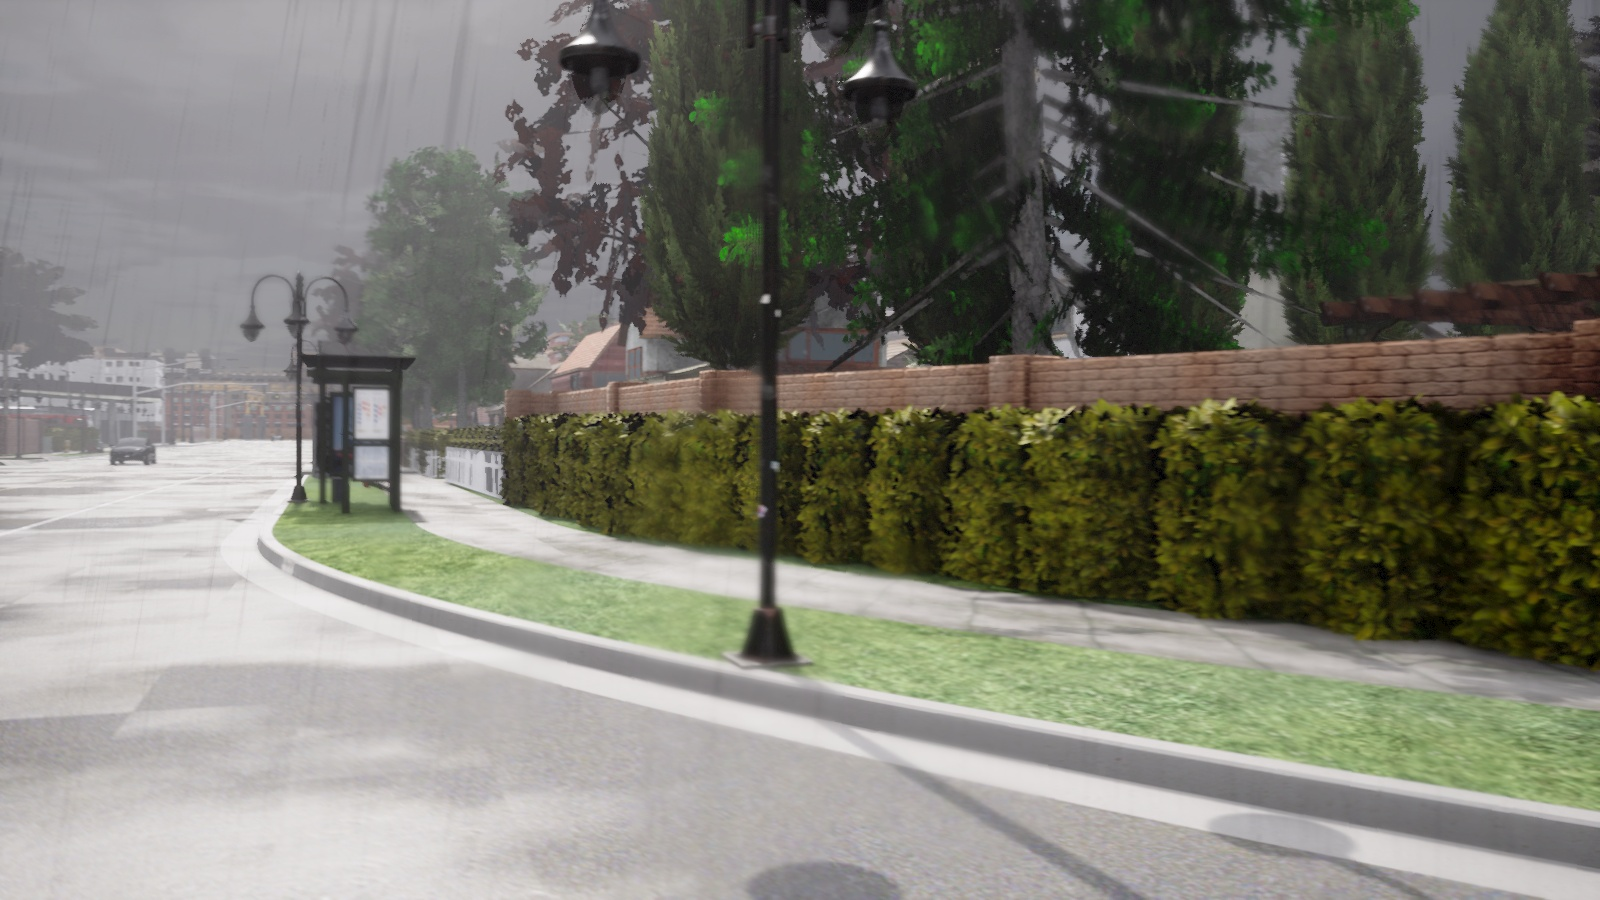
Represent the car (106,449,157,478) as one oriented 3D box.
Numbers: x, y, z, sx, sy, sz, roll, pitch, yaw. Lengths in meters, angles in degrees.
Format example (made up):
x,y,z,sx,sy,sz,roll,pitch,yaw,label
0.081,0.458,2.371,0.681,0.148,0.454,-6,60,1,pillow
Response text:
x,y,z,sx,sy,sz,roll,pitch,yaw,label
-36.489,0.724,68.631,1.837,1.490,4.892,-1,1,-20,car
